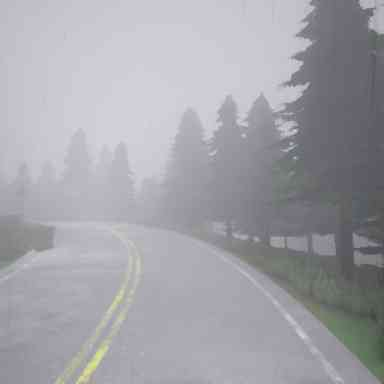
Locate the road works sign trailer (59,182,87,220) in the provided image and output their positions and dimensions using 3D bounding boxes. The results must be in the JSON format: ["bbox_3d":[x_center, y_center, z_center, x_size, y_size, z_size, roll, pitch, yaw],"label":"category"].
[{"bbox_3d":[-11.755,0.909,31.914,2.880,3.560,2.380,-2,-6,31],"label":"road works sign trailer"}]
